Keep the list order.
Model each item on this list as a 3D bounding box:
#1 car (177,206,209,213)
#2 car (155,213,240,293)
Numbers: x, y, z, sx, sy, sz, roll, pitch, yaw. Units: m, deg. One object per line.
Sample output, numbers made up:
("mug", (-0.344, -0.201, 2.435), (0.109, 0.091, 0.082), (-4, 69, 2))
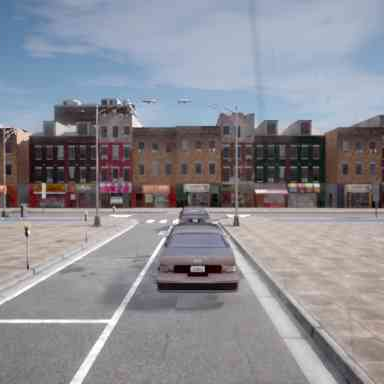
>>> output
("car", (0.083, 1.545, 20.119), (2.033, 1.411, 5.357), (0, 0, -2))
("car", (0.119, 1.546, 8.986), (2.033, 1.411, 5.357), (0, 0, 0))
